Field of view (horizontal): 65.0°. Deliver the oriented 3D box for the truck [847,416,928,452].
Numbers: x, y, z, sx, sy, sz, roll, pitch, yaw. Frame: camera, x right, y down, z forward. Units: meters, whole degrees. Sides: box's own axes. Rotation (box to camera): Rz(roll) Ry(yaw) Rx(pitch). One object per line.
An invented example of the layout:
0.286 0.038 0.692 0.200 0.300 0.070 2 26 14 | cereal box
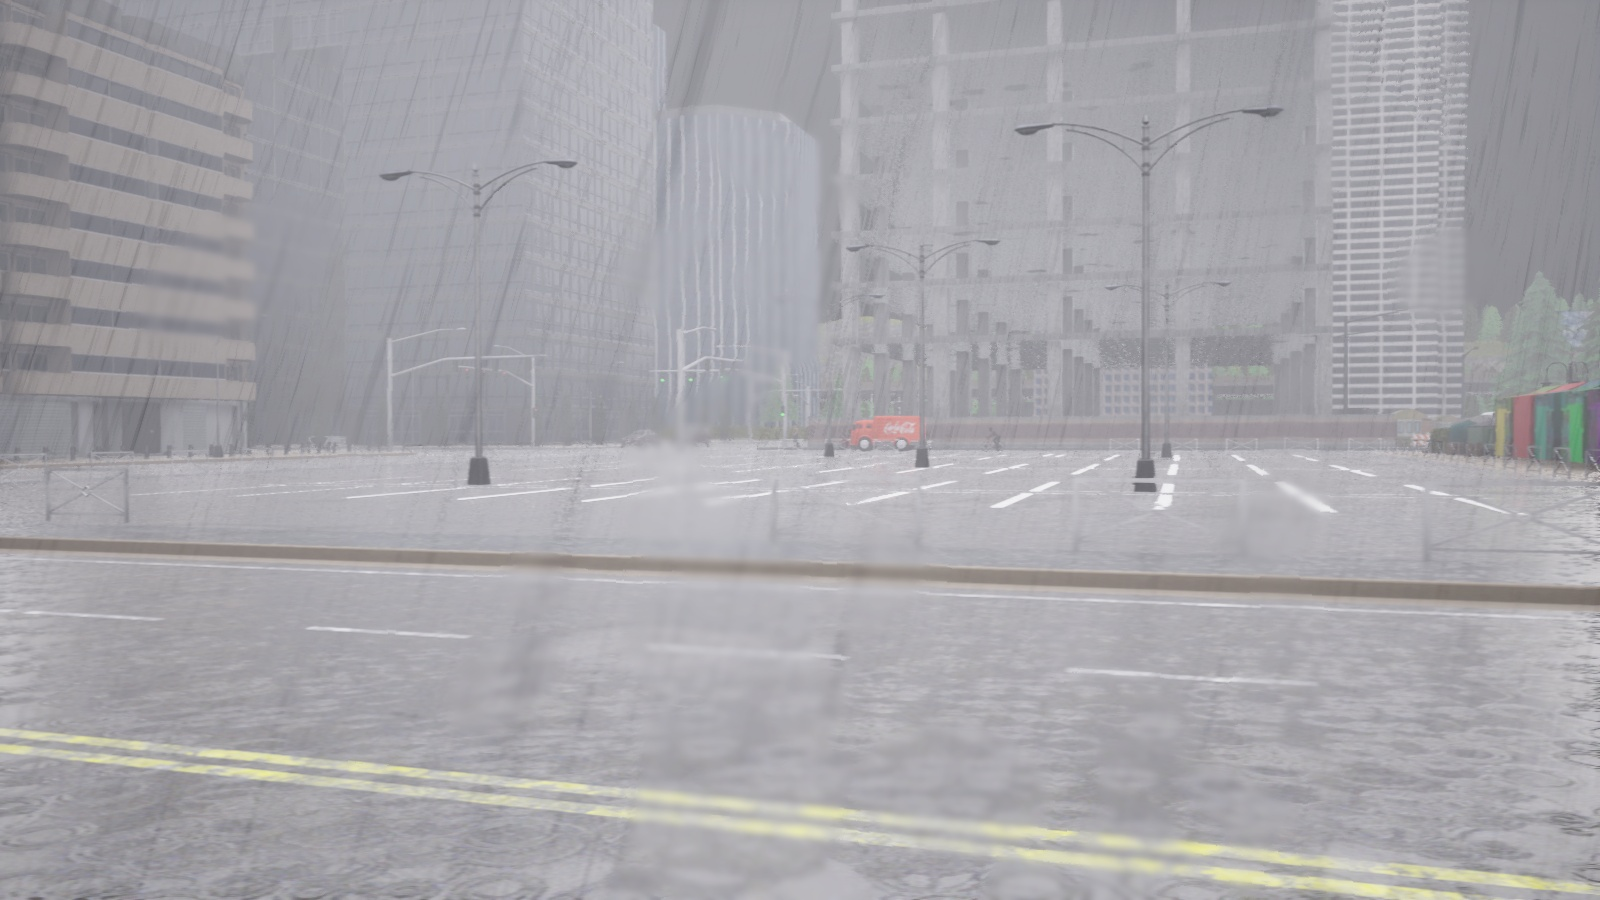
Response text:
6.131 -1.105 88.188 5.204 2.467 2.627 0 1 17 | truck
